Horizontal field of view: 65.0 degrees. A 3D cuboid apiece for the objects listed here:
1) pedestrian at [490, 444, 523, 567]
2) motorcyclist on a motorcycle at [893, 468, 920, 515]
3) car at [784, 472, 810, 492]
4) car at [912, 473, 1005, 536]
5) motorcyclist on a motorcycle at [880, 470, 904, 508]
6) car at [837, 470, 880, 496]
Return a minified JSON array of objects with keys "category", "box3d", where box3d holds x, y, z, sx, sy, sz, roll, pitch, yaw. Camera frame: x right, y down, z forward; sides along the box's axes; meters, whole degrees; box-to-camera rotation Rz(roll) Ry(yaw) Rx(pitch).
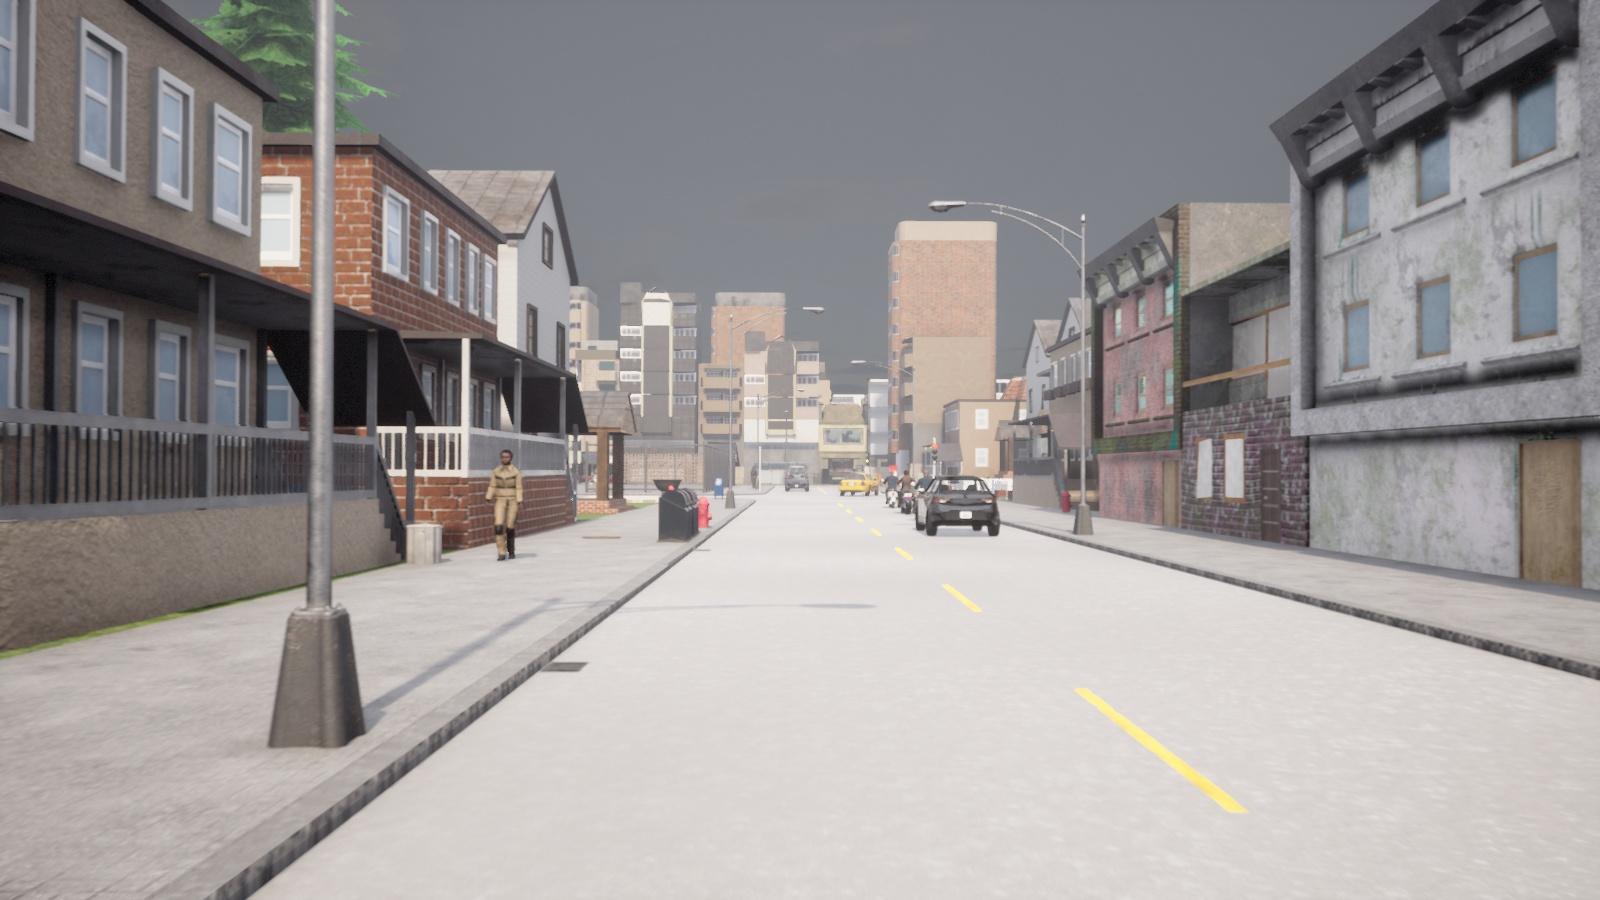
[{"category":"pedestrian","box3d":[-4.701,0.875,20.135,0.396,1.930,0.692,0,-1,-1]},{"category":"motorcyclist on a motorcycle","box3d":[3.890,1.510,46.113,0.766,1.649,2.350,0,-1,0]},{"category":"car","box3d":[-0.180,2.389,94.525,1.816,1.474,4.193,0,-1,2]},{"category":"car","box3d":[3.924,1.336,31.758,1.816,1.474,4.193,0,-1,0]},{"category":"motorcyclist on a motorcycle","box3d":[3.884,1.630,53.180,0.866,1.590,1.817,0,-1,0]},{"category":"car","box3d":[3.702,2.035,78.587,1.801,1.575,5.366,-1,-1,13]}]
